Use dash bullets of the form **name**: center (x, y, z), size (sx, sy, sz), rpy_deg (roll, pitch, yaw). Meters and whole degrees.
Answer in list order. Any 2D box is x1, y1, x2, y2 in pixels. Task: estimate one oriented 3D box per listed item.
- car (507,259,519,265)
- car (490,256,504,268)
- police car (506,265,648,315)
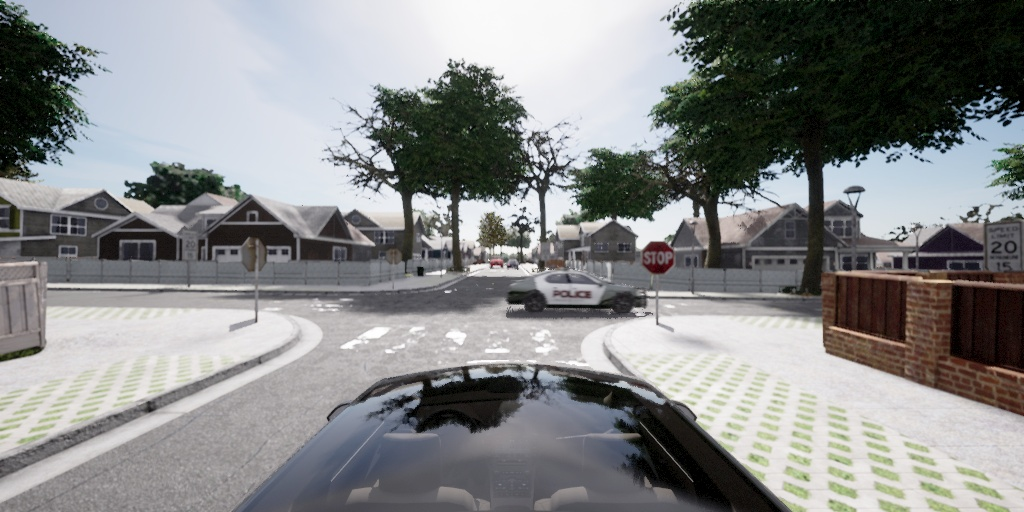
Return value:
- **car**: center (0.118, 1.404, 57.063), size (1.895, 1.301, 4.718), rpy_deg (0, 0, 0)
- **car**: center (-2.623, 1.061, 62.429), size (2.150, 2.045, 5.566), rpy_deg (0, 0, 0)
- **police car**: center (2.269, 1.235, 13.059), size (4.974, 1.542, 2.038), rpy_deg (1, -1, -1)
